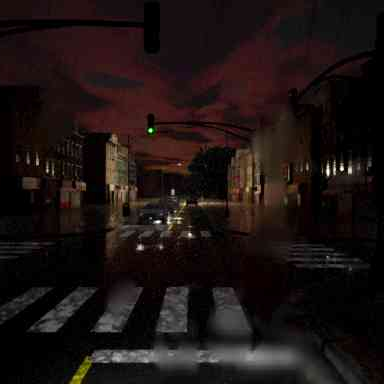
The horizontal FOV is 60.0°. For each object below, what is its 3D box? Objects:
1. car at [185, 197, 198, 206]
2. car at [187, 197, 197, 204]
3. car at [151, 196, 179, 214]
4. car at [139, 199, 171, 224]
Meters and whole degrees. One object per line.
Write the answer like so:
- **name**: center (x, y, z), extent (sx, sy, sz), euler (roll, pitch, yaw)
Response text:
- **car**: center (-0.013, 1.543, 55.498), extent (1.837, 1.490, 4.892), euler (0, 0, 0)
- **car**: center (-0.015, 1.620, 65.914), extent (1.994, 1.385, 4.181), euler (0, 0, 0)
- **car**: center (-2.857, 1.502, 35.590), extent (2.128, 1.511, 4.902), euler (0, 0, 0)
- **car**: center (-2.853, 1.532, 25.227), extent (1.812, 1.442, 4.674), euler (0, 0, 0)
